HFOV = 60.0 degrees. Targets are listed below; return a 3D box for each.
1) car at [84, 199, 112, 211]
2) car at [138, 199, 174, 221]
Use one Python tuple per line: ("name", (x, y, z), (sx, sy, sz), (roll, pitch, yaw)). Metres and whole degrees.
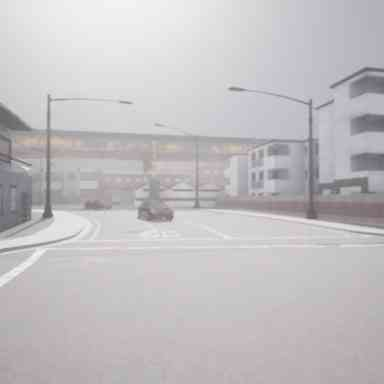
("car", (-12.095, 1.569, 42.549), (1.812, 1.442, 4.674), (1, -1, -44))
("car", (-3.165, 1.497, 28.674), (2.097, 1.767, 4.553), (0, 0, -24))
